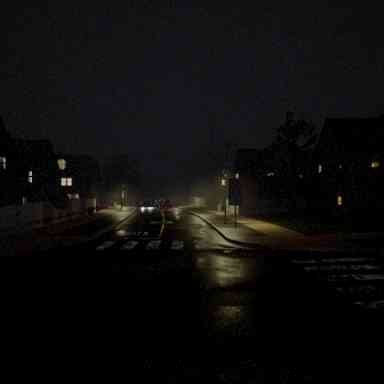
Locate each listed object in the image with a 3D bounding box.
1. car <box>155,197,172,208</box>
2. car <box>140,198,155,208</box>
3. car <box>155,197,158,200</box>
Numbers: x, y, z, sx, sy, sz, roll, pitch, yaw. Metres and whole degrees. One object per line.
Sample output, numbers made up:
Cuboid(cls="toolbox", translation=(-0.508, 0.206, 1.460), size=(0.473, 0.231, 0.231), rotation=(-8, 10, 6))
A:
Cuboid(cls="car", translation=(-4.281, 1.880, 52.438), size=(1.895, 1.301, 4.718), rotation=(0, -1, -11))
Cuboid(cls="car", translation=(-7.772, 1.884, 56.024), size=(1.994, 1.385, 4.181), rotation=(0, -1, -11))
Cuboid(cls="car", translation=(-6.298, 1.748, 62.268), size=(2.097, 1.767, 4.553), rotation=(0, -1, -13))
